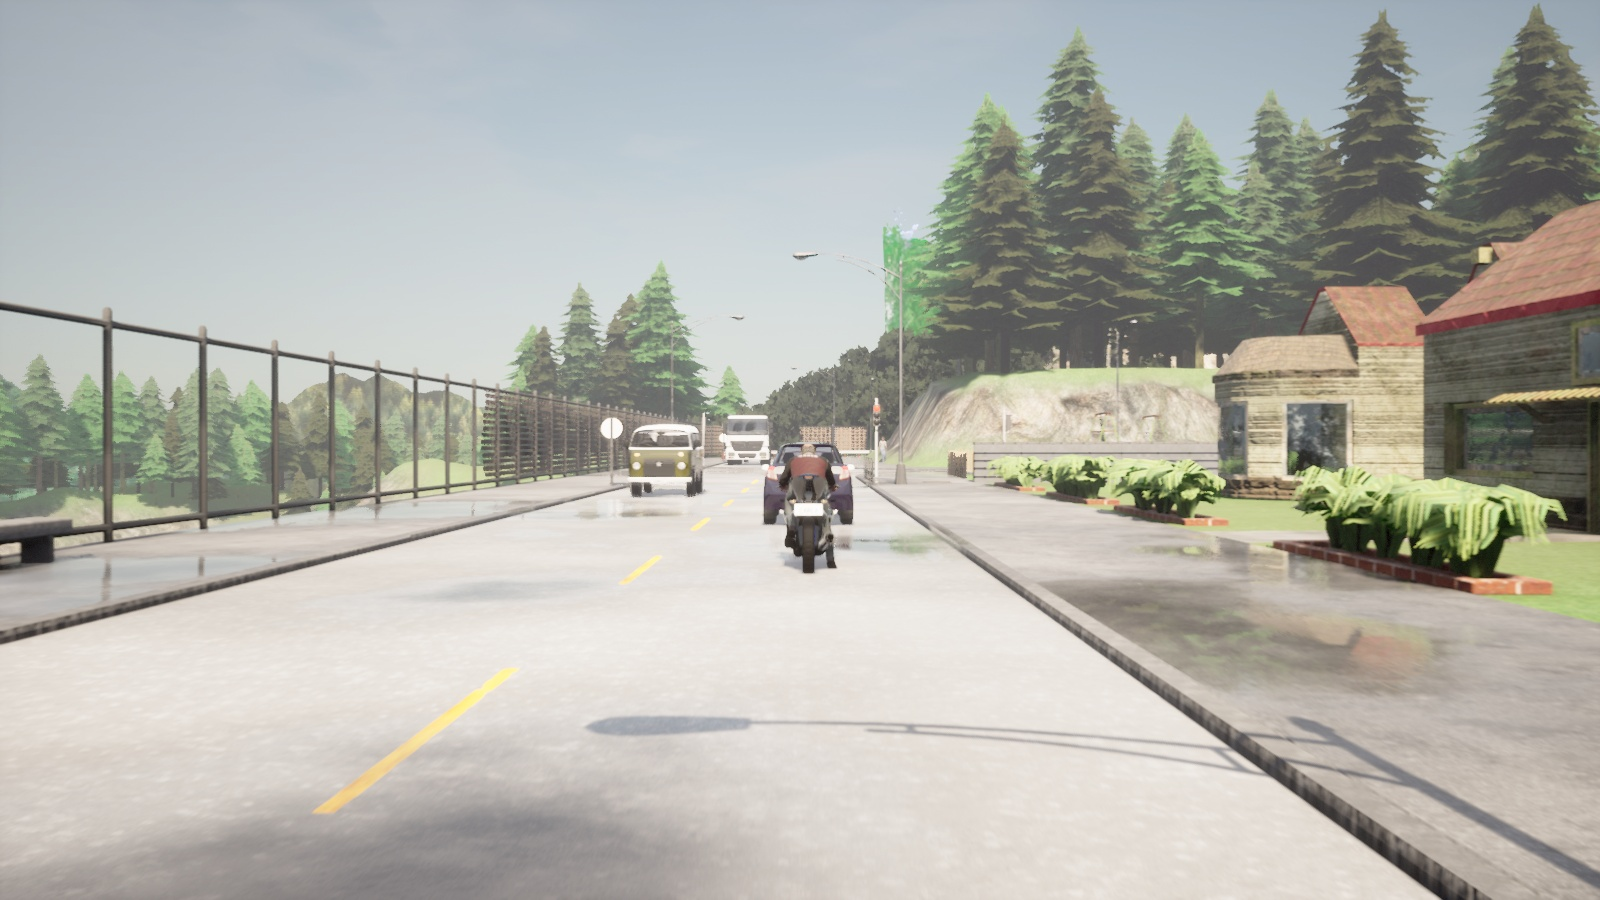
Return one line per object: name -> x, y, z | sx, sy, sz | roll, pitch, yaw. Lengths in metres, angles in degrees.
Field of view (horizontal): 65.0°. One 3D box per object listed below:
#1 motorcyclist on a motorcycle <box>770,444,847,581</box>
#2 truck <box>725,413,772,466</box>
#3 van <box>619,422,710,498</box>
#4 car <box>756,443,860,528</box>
motorcyclist on a motorcycle -> 0.101, 0.696, 15.154 | 0.866, 1.530, 2.191 | 0, 0, 0
truck -> -3.463, -0.726, 86.537 | 2.891, 3.462, 7.936 | 0, 0, 0
van -> -3.774, 0.268, 35.662 | 2.069, 2.038, 4.480 | 0, 0, 0
car -> 0.155, 0.625, 24.108 | 1.845, 1.501, 3.633 | 0, 0, 0
